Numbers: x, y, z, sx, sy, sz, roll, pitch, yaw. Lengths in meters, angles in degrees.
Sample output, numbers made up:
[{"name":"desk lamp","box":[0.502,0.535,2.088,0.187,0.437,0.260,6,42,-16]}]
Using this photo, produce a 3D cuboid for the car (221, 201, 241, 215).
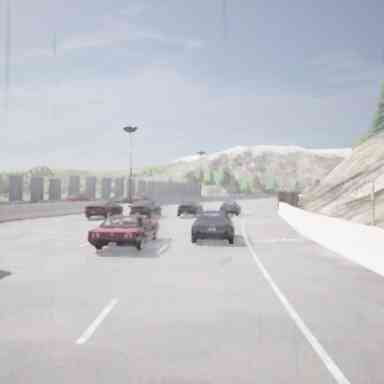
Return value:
[{"name":"car","box":[3.980,1.622,34.317,1.994,1.385,4.181,0,0,12]}]

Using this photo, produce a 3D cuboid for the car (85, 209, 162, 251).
[{"name":"car","box":[-2.682,1.611,14.243,1.895,1.301,4.718,0,0,5]}]

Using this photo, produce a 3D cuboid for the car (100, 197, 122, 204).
[{"name":"car","box":[-16.007,1.624,65.961,1.895,1.301,4.718,0,0,20]}]

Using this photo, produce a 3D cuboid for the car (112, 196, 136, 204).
[{"name":"car","box":[-13.029,1.586,63.922,2.033,1.411,5.357,0,0,20]}]

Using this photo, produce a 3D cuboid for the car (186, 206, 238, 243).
[{"name":"car","box":[1.067,1.589,16.352,1.994,1.385,4.181,0,0,6]}]

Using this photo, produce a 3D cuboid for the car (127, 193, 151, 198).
[{"name":"car","box":[-9.638,1.272,62.989,2.150,2.045,5.566,0,0,20]}]

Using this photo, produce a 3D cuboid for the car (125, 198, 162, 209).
[{"name":"car","box":[-4.056,1.531,29.862,1.837,1.490,4.892,0,0,10]}]

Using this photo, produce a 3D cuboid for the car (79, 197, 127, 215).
[{"name":"car","box":[-7.666,1.491,29.523,1.882,1.535,5.008,0,0,10]}]

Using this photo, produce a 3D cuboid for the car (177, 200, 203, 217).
[{"name":"car","box":[-0.125,1.546,31.803,1.837,1.490,4.892,0,0,11]}]
